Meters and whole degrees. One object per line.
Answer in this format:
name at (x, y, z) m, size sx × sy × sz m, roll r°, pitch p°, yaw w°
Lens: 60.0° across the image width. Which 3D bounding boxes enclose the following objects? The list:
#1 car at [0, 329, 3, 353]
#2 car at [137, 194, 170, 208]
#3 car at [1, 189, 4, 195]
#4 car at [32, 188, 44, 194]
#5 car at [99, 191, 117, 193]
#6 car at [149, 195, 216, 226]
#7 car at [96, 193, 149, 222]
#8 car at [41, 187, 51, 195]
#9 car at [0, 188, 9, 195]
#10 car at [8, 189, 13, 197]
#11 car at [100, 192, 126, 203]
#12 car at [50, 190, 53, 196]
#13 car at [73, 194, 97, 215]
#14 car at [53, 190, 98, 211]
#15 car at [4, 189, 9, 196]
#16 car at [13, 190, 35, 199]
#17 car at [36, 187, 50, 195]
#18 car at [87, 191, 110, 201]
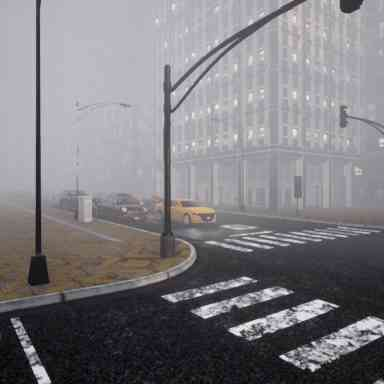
car at (-4.387, 1.440, 3.432) m, size 4.097 × 1.590 × 1.967 m, roll 0°, pitch 0°, yaw -35°
car at (-4.264, 0.982, 36.257) m, size 1.802 × 1.307 × 4.206 m, roll 1°, pitch 0°, yaw -36°
car at (-36.983, 0.107, 67.604) m, size 2.008 × 1.369 × 4.403 m, roll 1°, pitch 0°, yaw -36°
car at (-39.944, -0.213, 86.151) m, size 1.947 × 1.339 × 4.313 m, roll 1°, pitch 0°, yaw -36°
car at (-5.934, 0.862, 28.618) m, size 2.097 × 1.767 × 4.553 m, roll 0°, pitch 1°, yaw -36°
car at (-0.525, 1.166, 21.053) m, size 1.882 × 1.535 × 5.008 m, roll 0°, pitch 1°, yaw -36°
car at (-4.556, 1.069, 22.264) m, size 1.967 × 1.590 × 4.097 m, roll 1°, pitch 0°, yaw -36°
car at (-33.457, -0.020, 77.079) m, size 1.887 × 1.381 × 4.507 m, roll 1°, pitch 0°, yaw -36°
car at (-43.468, -0.112, 76.672) m, size 1.887 × 1.381 × 4.507 m, roll 1°, pitch 0°, yaw -36°
car at (-30.498, 0.321, 58.536) m, size 2.008 × 1.369 × 4.403 m, roll 1°, pitch 0°, yaw -36°
car at (-10.849, 0.707, 45.468) m, size 1.752 × 1.417 × 4.829 m, roll 1°, pitch 0°, yaw -36°
car at (-22.519, 0.396, 57.309) m, size 1.812 × 1.442 × 4.674 m, roll 0°, pitch 1°, yaw -36°
car at (-7.802, 1.103, 26.798) m, size 1.802 × 1.307 × 4.206 m, roll 1°, pitch 0°, yaw -36°
car at (-11.038, 0.729, 31.331) m, size 2.192 × 1.841 × 5.009 m, roll 1°, pitch 0°, yaw -36°
car at (-33.741, 0.208, 63.070) m, size 1.887 × 1.381 × 4.507 m, roll 1°, pitch 0°, yaw -36°
car at (-27.256, 0.422, 54.002) m, size 1.887 × 1.381 × 4.507 m, roll 1°, pitch 0°, yaw -36°
car at (-36.695, -0.357, 81.614) m, size 2.192 × 1.841 × 5.009 m, roll 1°, pitch 0°, yaw -36°
car at (-13.995, 0.644, 49.865) m, size 1.947 × 1.339 × 4.313 m, roll 1°, pitch 0°, yaw -36°
